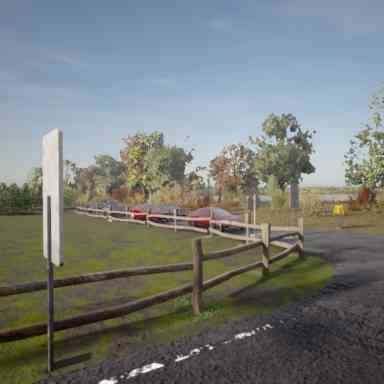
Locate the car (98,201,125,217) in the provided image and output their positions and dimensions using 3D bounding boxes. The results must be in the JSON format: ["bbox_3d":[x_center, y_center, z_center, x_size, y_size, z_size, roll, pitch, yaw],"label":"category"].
[{"bbox_3d":[-8.772,2.045,37.359,1.994,1.385,4.181,-1,0,-29],"label":"car"}]

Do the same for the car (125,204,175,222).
[{"bbox_3d":[-3.821,1.835,29.537,1.882,1.535,5.008,-1,0,-34],"label":"car"}]

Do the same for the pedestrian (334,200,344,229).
[{"bbox_3d":[9.266,1.409,21.093,0.375,1.860,0.375,-2,1,-35],"label":"pedestrian"}]

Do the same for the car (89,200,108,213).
[{"bbox_3d":[-13.279,2.168,46.316,1.994,1.385,4.181,-1,0,-22],"label":"car"}]

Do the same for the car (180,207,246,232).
[{"bbox_3d":[1.456,1.755,21.850,1.812,1.442,4.674,-1,0,-35],"label":"car"}]

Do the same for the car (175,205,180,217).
[{"bbox_3d":[-2.664,1.909,32.911,2.033,1.411,5.357,-1,0,-34],"label":"car"}]
